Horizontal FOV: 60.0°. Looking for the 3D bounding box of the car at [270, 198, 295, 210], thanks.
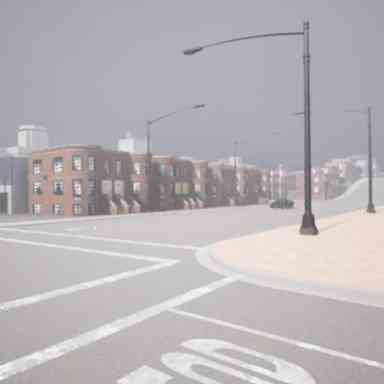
[{"bbox_3d":[12.198,1.571,44.872,1.882,1.535,5.008,-1,0,37],"label":"car"}]
